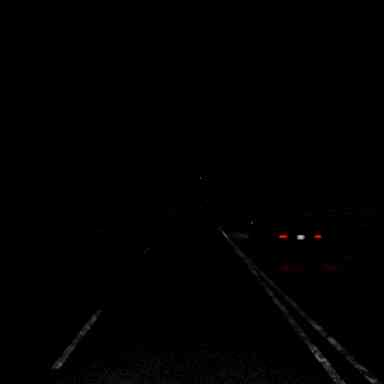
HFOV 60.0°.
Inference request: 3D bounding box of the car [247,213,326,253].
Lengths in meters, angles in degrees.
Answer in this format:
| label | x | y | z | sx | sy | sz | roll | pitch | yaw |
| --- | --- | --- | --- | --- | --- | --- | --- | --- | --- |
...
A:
| label | x | y | z | sx | sy | sz | roll | pitch | yaw |
| --- | --- | --- | --- | --- | --- | --- | --- | --- | --- |
| car | 3.603 | 1.567 | 13.649 | 2.033 | 1.411 | 5.357 | 0 | 0 | -1 |
